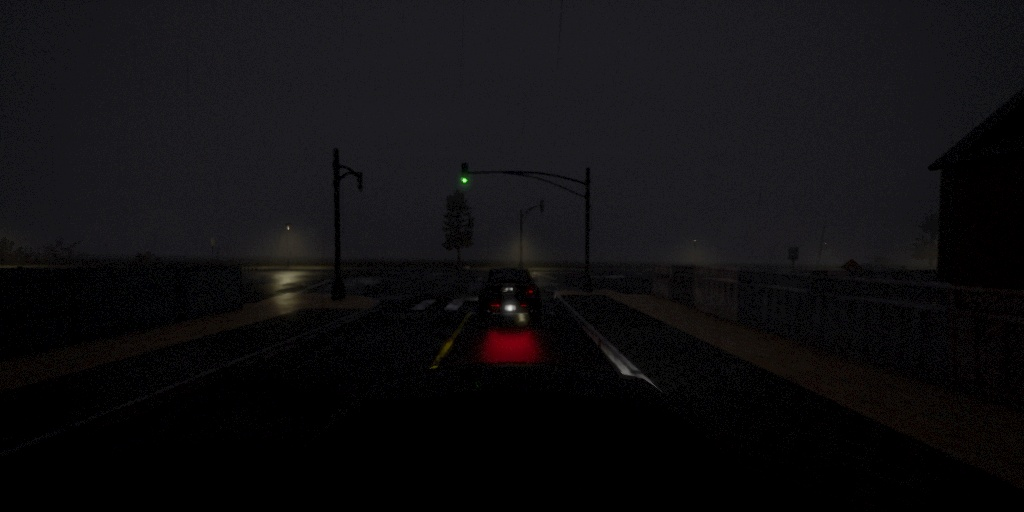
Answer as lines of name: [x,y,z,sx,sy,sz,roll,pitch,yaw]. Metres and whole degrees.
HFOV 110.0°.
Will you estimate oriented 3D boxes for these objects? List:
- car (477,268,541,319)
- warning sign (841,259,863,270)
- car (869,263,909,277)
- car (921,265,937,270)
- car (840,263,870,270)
car: [-0.125,1.125,12.095,1.837,1.490,4.892,0,1,-2]
warning sign: [22.954,1.098,24.270,1.060,1.860,1.300,0,0,-15]
car: [37.539,1.592,34.651,4.718,1.301,1.895,1,2,-16]
car: [38.030,1.569,31.410,5.008,1.535,1.882,1,2,-16]
car: [37.648,1.444,38.153,5.357,1.411,2.033,1,2,-16]
